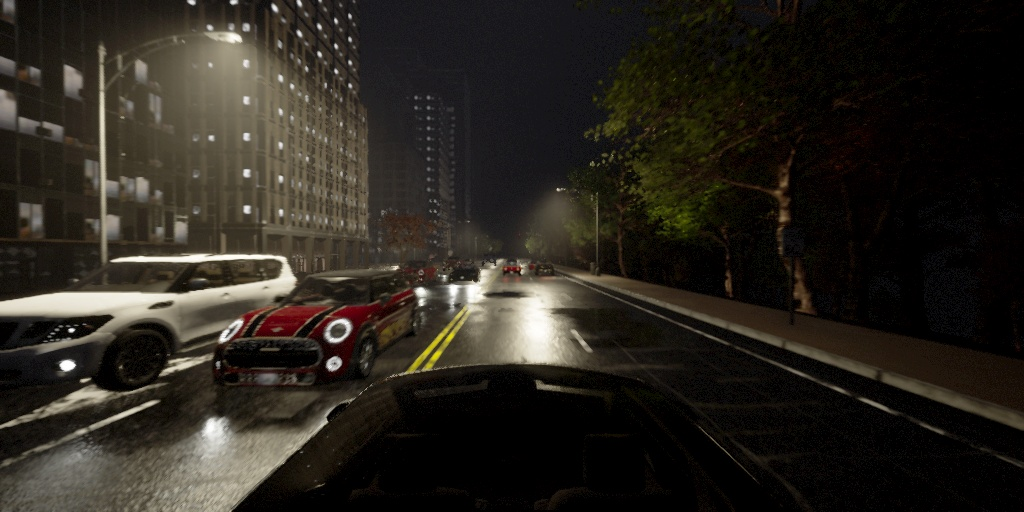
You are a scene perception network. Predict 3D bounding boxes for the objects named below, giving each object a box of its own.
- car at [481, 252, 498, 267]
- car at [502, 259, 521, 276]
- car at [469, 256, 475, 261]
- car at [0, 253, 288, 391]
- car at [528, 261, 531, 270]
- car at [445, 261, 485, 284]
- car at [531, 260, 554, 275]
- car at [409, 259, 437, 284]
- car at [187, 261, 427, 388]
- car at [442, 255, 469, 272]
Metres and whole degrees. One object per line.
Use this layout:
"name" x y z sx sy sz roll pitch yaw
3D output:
"car" -3.291 0.480 52.468 2.150 2.045 5.566 0 0 0
"car" -0.026 1.273 36.389 1.895 1.301 4.718 0 0 0
"car" -6.541 0.780 52.497 2.128 1.511 4.902 0 0 0
"car" -6.603 0.962 7.115 2.150 2.045 5.566 0 0 0
"car" 3.242 1.211 48.908 1.994 1.385 4.181 0 0 1
"car" -3.354 1.259 26.152 1.994 1.385 4.181 0 0 0
"car" 3.233 1.176 36.927 1.837 1.490 4.892 0 0 0
"car" -6.605 1.050 24.842 2.097 1.767 4.553 0 0 0
"car" -3.351 1.091 7.166 2.097 1.767 4.553 0 0 0
"car" -6.532 0.736 40.727 2.097 1.767 4.553 0 0 0
